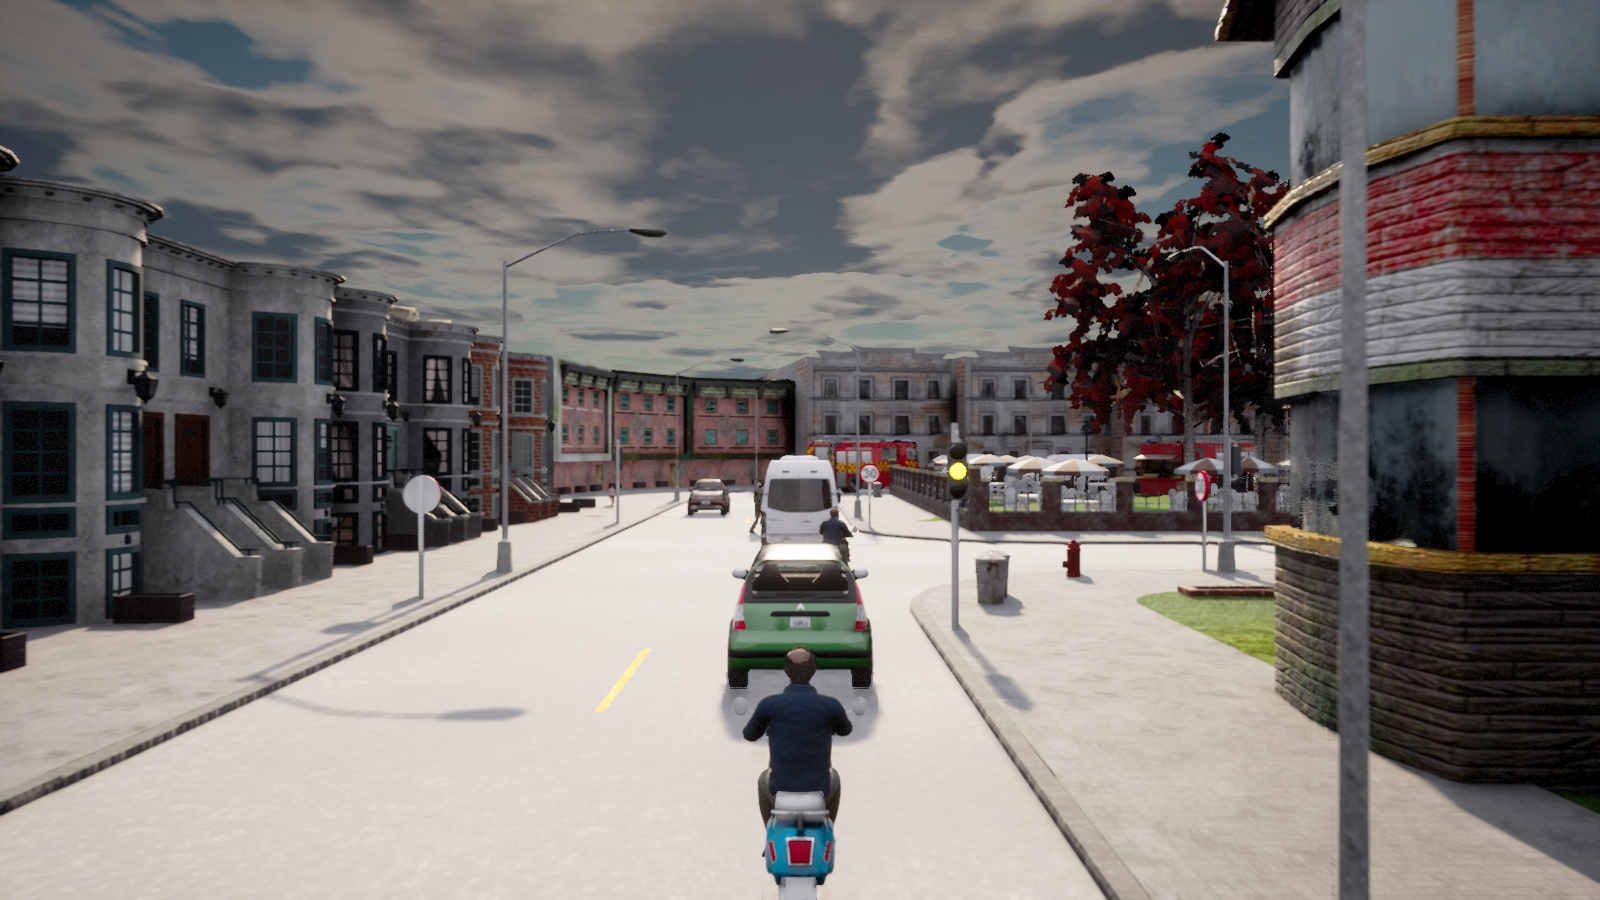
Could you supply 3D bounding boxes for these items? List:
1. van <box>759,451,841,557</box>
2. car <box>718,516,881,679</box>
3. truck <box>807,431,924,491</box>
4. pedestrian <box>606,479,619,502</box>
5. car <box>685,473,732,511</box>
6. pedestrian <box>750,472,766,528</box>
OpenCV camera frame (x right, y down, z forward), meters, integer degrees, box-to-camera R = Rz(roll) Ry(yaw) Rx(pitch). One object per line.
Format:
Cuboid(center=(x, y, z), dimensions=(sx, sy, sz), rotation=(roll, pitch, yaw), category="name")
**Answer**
Cuboid(center=(-0.009, 1.332, 30.692), dimensions=(1.988, 2.561, 5.915), rotation=(0, 0, 0), category="van")
Cuboid(center=(-0.001, 1.790, 14.963), dimensions=(1.851, 1.617, 3.988), rotation=(0, 0, 0), category="car")
Cuboid(center=(4.516, 0.721, 77.165), dimensions=(8.468, 3.827, 2.891), rotation=(0, 0, -43), category="truck")
Cuboid(center=(-9.015, 1.940, 54.856), dimensions=(0.500, 1.100, 0.500), rotation=(0, 0, -22), category="pedestrian")
Cuboid(center=(-4.015, 1.838, 50.608), dimensions=(1.789, 1.549, 3.705), rotation=(0, 0, 0), category="car")
Cuboid(center=(-1.393, 1.653, 37.873), dimensions=(0.375, 1.860, 0.375), rotation=(0, 0, -37), category="pedestrian")
